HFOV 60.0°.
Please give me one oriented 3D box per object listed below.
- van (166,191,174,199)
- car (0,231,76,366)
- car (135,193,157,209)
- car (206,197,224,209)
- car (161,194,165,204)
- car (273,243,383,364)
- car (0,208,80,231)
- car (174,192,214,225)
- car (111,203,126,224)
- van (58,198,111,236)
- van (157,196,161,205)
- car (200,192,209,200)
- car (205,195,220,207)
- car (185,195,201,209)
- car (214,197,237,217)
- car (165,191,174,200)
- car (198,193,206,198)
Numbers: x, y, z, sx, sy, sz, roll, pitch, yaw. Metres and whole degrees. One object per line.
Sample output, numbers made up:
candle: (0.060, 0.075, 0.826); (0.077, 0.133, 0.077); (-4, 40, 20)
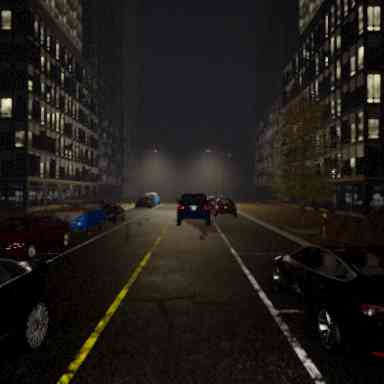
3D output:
van: (-5.639, 0.739, 85.513); (1.690, 1.788, 3.998); (0, 0, 0)
car: (-3.063, 1.471, 3.274); (2.128, 1.511, 4.902); (0, 0, 0)
car: (-5.664, 1.166, 39.977); (1.967, 1.590, 4.097); (0, 0, 0)
car: (2.716, 1.308, 39.959); (1.802, 1.307, 4.206); (0, 0, 0)
car: (-5.658, 1.211, 51.363); (1.947, 1.339, 4.313); (0, 0, 0)
car: (2.697, 1.527, 5.809); (1.947, 1.339, 4.313); (0, 0, 0)
car: (-5.680, 1.467, 11.518); (1.887, 1.381, 4.507); (0, 0, 0)
car: (0.112, 1.068, 22.897); (2.150, 2.045, 5.566); (0, 1, 0)
car: (-5.674, 1.427, 22.903); (1.802, 1.307, 4.206); (0, 0, 0)
van: (-5.676, 1.225, 17.209); (1.690, 1.788, 3.998); (0, 0, 0)
van: (-5.660, 1.027, 45.669); (1.690, 1.788, 3.998); (0, 0, 0)
car: (2.735, 0.921, 74.109); (1.967, 1.590, 4.097); (0, 0, 0)
car: (2.719, 1.210, 45.821); (1.752, 1.417, 4.829); (0, 0, 0)
car: (0.122, 1.222, 41.427); (1.837, 1.490, 4.892); (0, 1, 0)
car: (2.711, 1.246, 28.574); (1.967, 1.590, 4.097); (0, 0, 0)
car: (-5.646, 1.008, 73.959); (1.752, 1.417, 4.829); (0, 0, 0)
car: (2.744, 0.907, 91.185); (2.008, 1.369, 4.403); (0, 0, 0)
